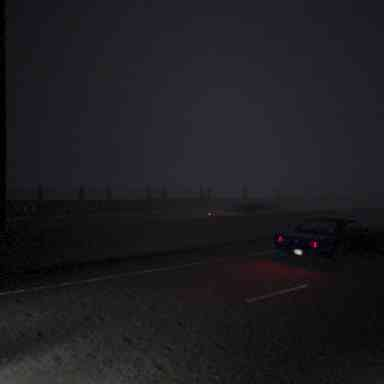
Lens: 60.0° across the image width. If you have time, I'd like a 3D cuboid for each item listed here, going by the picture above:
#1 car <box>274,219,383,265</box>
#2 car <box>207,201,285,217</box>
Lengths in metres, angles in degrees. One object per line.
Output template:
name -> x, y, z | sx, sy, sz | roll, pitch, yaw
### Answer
car -> 5.136, 1.593, 11.746 | 4.718, 1.301, 1.895 | 0, 0, -36
car -> 2.865, 1.342, 19.009 | 4.553, 1.767, 2.097 | 0, 0, -36
